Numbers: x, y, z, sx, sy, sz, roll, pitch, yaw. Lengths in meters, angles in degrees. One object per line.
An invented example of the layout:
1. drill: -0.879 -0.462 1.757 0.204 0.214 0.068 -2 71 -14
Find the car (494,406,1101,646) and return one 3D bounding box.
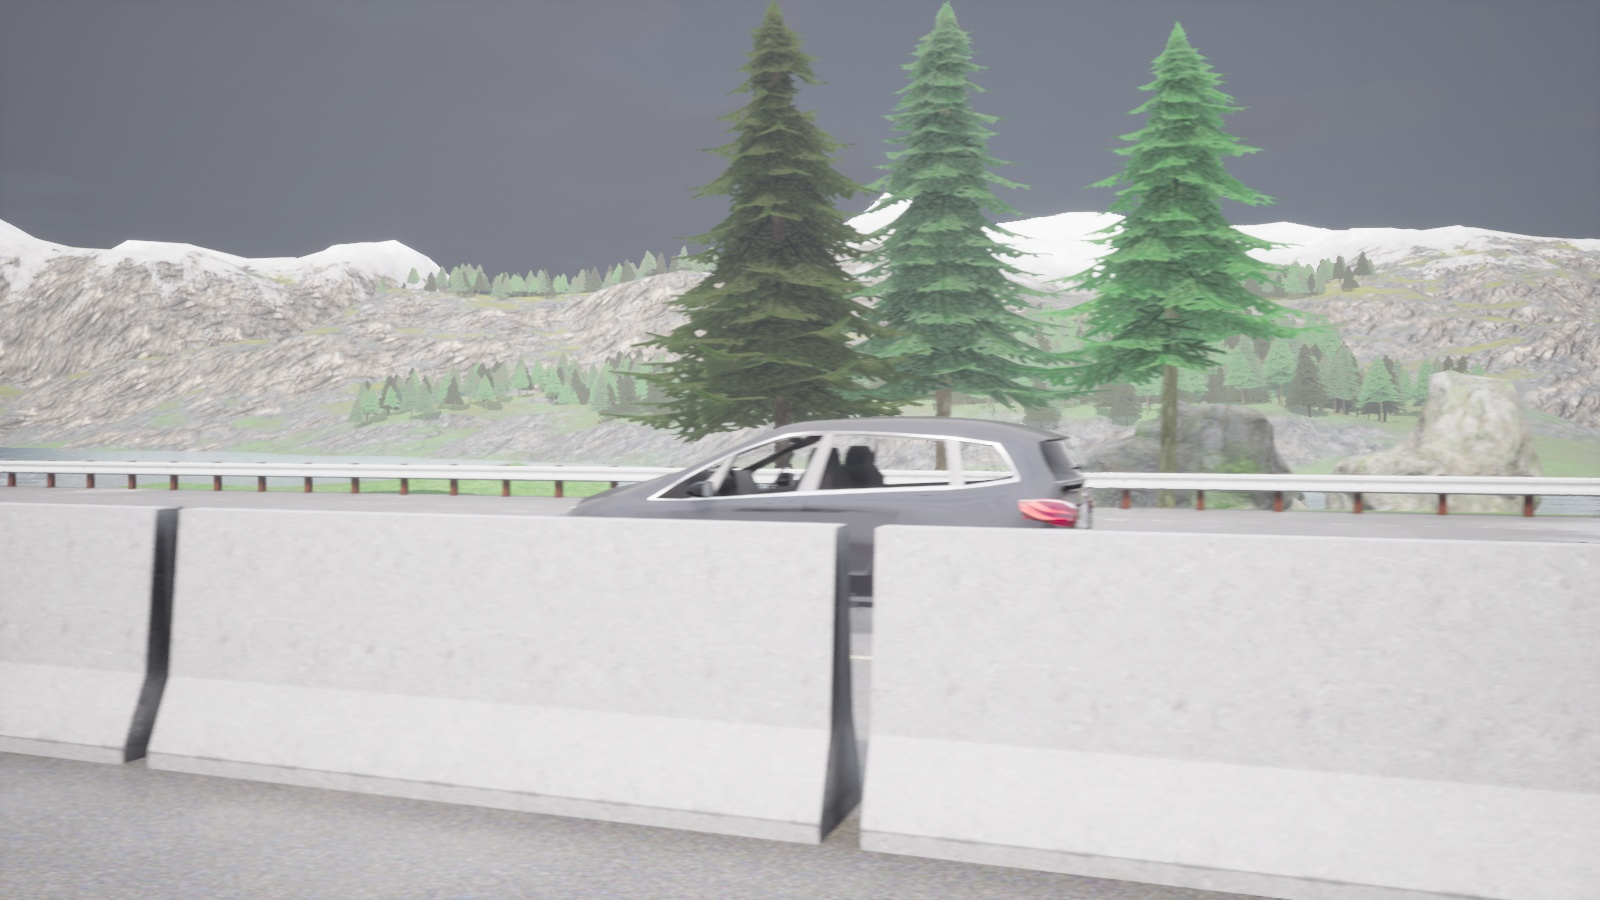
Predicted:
1. car: 0.057 0.488 10.556 4.611 1.667 2.242 1 1 19
